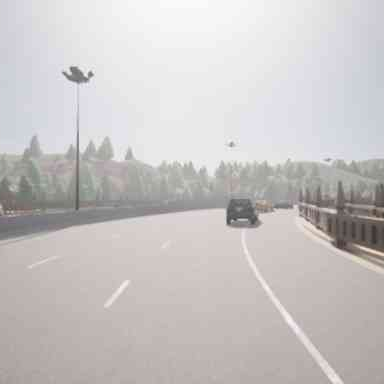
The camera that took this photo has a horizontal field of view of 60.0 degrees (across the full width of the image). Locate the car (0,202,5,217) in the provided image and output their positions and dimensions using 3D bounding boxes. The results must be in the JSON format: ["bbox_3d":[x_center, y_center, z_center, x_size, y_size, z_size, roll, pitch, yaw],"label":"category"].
[{"bbox_3d":[-15.825,1.465,23.325,2.150,2.045,5.566,0,-1,11],"label":"car"}]

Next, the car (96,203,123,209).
[{"bbox_3d":[-8.877,1.928,36.240,1.994,1.385,4.181,0,-1,19],"label":"car"}]

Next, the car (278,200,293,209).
[{"bbox_3d":[14.530,1.984,52.658,1.994,1.385,4.181,-1,-1,34],"label":"car"}]

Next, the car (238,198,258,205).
[{"bbox_3d":[12.168,2.002,72.107,1.882,1.535,5.008,-1,-1,40],"label":"car"}]

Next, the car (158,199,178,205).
[{"bbox_3d":[-4.439,2.131,61.861,2.128,1.511,4.902,-1,-1,32],"label":"car"}]

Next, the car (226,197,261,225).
[{"bbox_3d":[4.112,1.455,26.873,2.150,2.045,5.566,0,0,15],"label":"car"}]

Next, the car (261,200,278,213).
[{"bbox_3d":[9.285,1.839,43.706,1.882,1.535,5.008,-1,-1,29],"label":"car"}]

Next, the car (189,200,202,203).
[{"bbox_3d":[0.541,2.226,63.036,1.895,1.301,4.718,-1,-1,34],"label":"car"}]
